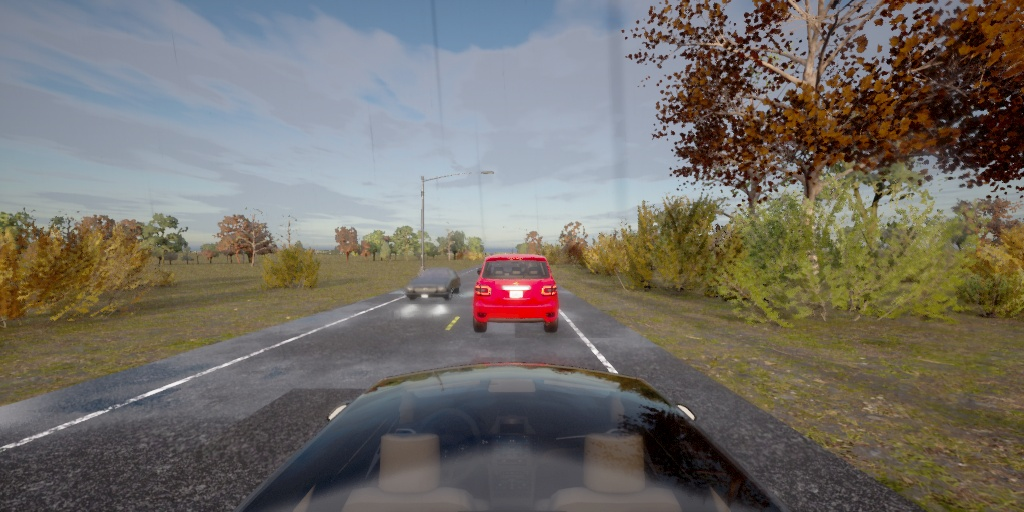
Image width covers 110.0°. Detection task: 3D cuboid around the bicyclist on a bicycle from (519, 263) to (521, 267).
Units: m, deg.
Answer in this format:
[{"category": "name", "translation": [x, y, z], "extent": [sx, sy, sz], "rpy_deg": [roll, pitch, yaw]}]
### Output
[{"category": "bicyclist on a bicycle", "translation": [0.887, 1.111, 28.627], "extent": [0.659, 1.776, 1.843], "rpy_deg": [0, 0, 0]}]

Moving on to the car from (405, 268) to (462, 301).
[{"category": "car", "translation": [-3.636, 1.292, 17.643], "extent": [2.033, 1.411, 5.357], "rpy_deg": [0, 0, 0]}]

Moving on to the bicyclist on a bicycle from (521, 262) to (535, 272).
[{"category": "bicyclist on a bicycle", "translation": [0.932, 1.114, 18.614], "extent": [0.659, 1.776, 1.843], "rpy_deg": [0, 0, 0]}]

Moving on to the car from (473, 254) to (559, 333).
[{"category": "car", "translation": [0.086, 0.968, 10.907], "extent": [2.150, 2.045, 5.566], "rpy_deg": [0, 0, 0]}]
